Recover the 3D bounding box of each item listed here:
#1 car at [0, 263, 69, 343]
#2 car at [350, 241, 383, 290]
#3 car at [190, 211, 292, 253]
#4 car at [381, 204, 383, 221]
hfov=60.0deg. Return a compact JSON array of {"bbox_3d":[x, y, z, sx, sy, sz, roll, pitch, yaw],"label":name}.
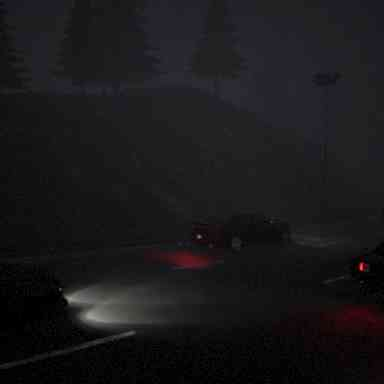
[{"bbox_3d":[-4.686,1.540,4.705,5.357,1.411,2.033,0,0,-35],"label":"car"},{"bbox_3d":[5.891,1.669,8.081,4.718,1.301,1.895,1,0,-37],"label":"car"},{"bbox_3d":[2.206,1.550,14.110,5.008,1.535,1.882,0,0,-38],"label":"car"},{"bbox_3d":[18.025,1.448,28.690,2.150,2.045,5.566,1,0,41],"label":"car"}]
